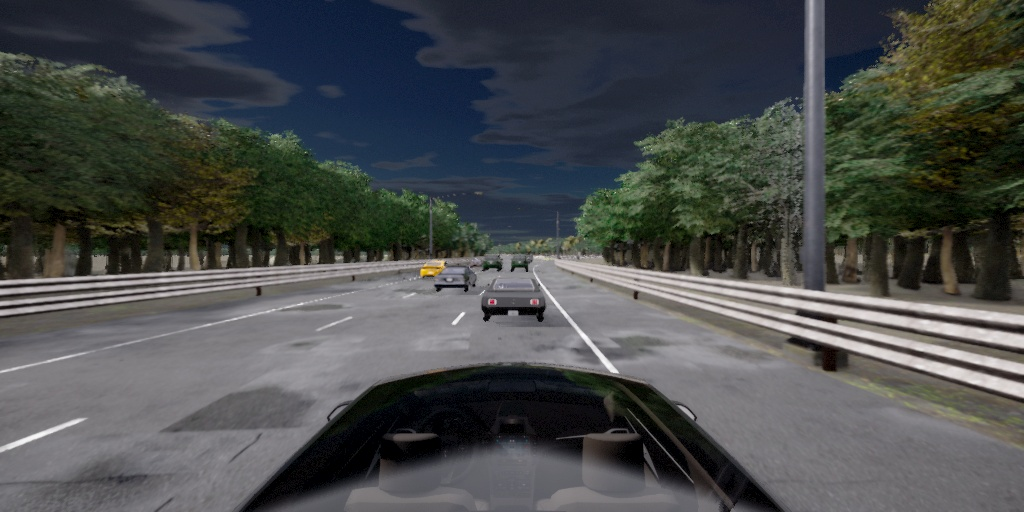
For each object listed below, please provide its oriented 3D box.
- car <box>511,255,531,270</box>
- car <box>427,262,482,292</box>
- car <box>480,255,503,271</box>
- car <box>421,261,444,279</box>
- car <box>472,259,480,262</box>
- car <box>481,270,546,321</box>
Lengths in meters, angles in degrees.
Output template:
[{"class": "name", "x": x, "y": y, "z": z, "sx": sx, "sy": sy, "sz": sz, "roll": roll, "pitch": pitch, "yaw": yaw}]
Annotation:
[{"class": "car", "x": 1.050, "y": 0.884, "z": 46.428, "sx": 2.150, "sy": 2.045, "sz": 5.566, "roll": 0, "pitch": 0, "yaw": 3}, {"class": "car", "x": -3.193, "y": 1.265, "z": 21.105, "sx": 2.033, "sy": 1.411, "sz": 5.357, "roll": 0, "pitch": 0, "yaw": 1}, {"class": "car", "x": -2.386, "y": 0.882, "z": 45.801, "sx": 2.150, "sy": 2.045, "sz": 5.566, "roll": 0, "pitch": 0, "yaw": 3}, {"class": "car", "x": -6.457, "y": 1.169, "z": 31.299, "sx": 1.882, "sy": 1.535, "sz": 5.008, "roll": 0, "pitch": 0, "yaw": 2}, {"class": "car", "x": -5.390, "y": 1.164, "z": 57.323, "sx": 2.033, "sy": 1.411, "sz": 5.357, "roll": 0, "pitch": 0, "yaw": 4}, {"class": "car", "x": 0.067, "y": 1.337, "z": 12.414, "sx": 1.895, "sy": 1.301, "sz": 4.718, "roll": 0, "pitch": 0, "yaw": 1}]
